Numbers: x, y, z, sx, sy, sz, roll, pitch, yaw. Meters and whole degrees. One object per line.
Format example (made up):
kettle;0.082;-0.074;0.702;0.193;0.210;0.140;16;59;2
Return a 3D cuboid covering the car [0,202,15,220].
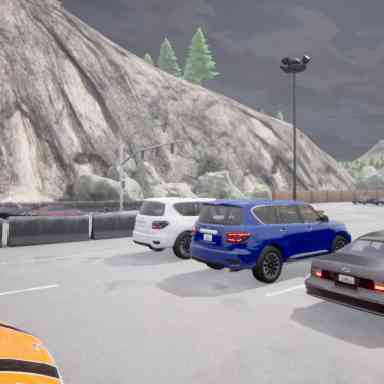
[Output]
car;-14.050;1.492;24.079;4.902;1.511;2.128;0;0;-36

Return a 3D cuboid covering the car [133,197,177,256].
car;0.484;1.221;12.773;5.566;2.045;2.150;0;0;-36

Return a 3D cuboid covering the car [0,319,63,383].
car;-2.975;1.350;1.618;4.553;1.767;2.097;0;0;-36

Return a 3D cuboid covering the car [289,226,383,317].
car;4.702;1.547;7.191;5.357;1.411;2.033;0;0;-36

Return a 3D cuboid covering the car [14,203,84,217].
car;-9.616;1.564;22.961;4.181;1.385;1.994;0;0;-36

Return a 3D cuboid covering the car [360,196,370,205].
car;28.732;1.374;55.215;5.357;1.411;2.033;0;0;-36

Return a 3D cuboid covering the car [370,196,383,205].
car;30.777;1.374;52.393;5.357;1.411;2.033;0;0;-36

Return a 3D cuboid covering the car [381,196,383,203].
car;36.871;1.377;61.078;4.718;1.301;1.895;0;0;-36

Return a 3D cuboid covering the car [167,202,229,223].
car;0.533;1.524;25.998;4.674;1.442;1.812;0;0;-36

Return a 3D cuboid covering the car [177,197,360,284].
car;2.511;1.221;9.897;5.566;2.045;2.150;0;0;-38
